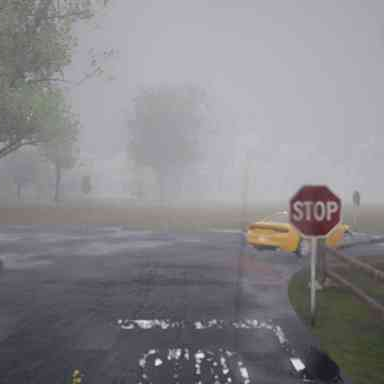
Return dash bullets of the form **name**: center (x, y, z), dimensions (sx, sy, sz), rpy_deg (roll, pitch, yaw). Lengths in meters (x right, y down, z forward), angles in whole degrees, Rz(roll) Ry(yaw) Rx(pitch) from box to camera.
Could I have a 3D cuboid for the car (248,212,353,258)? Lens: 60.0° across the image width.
- **car**: center (4.299, 1.482, 12.853), dimensions (5.008, 1.535, 1.882), rpy_deg (1, -2, -40)
